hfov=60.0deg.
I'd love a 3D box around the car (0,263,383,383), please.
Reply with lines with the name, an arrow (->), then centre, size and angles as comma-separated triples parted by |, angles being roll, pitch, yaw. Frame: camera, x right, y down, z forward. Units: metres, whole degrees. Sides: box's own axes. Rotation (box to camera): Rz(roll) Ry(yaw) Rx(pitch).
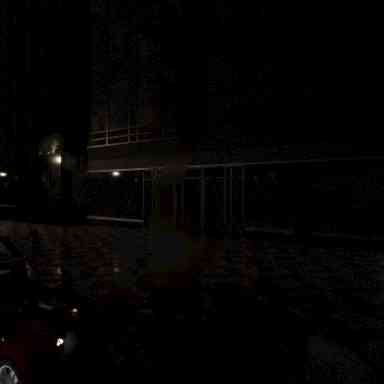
car -> -0.176, 1.582, 3.081 | 4.206, 1.307, 1.802 | 0, 0, 35

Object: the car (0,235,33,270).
car -> -4.770, 1.440, 6.346 | 4.097, 1.590, 1.967 | 0, 0, 35
